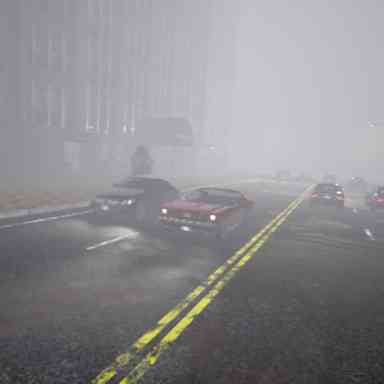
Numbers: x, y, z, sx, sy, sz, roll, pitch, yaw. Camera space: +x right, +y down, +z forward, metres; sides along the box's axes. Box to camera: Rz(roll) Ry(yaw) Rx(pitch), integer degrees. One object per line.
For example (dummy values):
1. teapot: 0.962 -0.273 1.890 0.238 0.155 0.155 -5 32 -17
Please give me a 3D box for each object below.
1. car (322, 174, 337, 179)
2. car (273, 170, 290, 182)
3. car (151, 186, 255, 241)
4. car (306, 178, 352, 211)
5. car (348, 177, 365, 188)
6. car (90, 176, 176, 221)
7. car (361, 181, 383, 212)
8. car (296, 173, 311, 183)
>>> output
1. car: 20.044 -1.845 48.577 1.882 1.535 5.008 6 6 22
2. car: 13.699 -2.590 50.552 2.097 1.767 4.553 6 6 23
3. car: 0.702 0.555 11.055 1.895 1.301 4.718 6 6 22
4. car: 8.076 0.166 19.829 2.033 1.411 5.357 6 6 22
5. car: 20.400 -1.068 41.037 1.837 1.490 4.892 6 6 22
6. car: -1.951 0.106 13.076 1.812 1.442 4.674 6 6 22
7. car: 11.540 0.403 19.812 2.033 1.411 5.357 6 6 22
8. car: 16.632 -2.068 49.233 2.033 1.411 5.357 6 6 23
